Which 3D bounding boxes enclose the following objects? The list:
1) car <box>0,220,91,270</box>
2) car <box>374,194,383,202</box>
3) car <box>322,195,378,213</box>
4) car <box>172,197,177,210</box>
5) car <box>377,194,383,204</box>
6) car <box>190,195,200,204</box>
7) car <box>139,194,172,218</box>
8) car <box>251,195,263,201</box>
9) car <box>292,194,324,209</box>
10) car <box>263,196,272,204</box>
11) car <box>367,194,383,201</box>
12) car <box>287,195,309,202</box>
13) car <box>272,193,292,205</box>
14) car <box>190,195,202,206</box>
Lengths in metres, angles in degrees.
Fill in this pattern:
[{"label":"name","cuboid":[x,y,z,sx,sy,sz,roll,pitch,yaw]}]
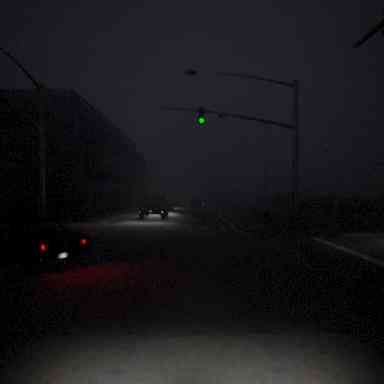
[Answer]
[{"label":"car","cuboid":[-5.512,1.559,10.903,4.718,1.301,1.895,-1,0,36]},{"label":"car","cuboid":[40.597,1.191,68.602,5.027,1.636,2.152,0,0,0]},{"label":"car","cuboid":[14.782,1.186,31.252,3.806,1.475,1.970,0,0,0]},{"label":"car","cuboid":[-3.213,1.574,40.032,1.895,1.301,4.718,0,0,1]},{"label":"car","cuboid":[32.820,1.209,56.823,3.633,1.501,1.845,0,0,0]},{"label":"car","cuboid":[0.598,1.447,65.748,1.837,1.490,4.892,0,0,1]},{"label":"car","cuboid":[-3.316,1.204,29.798,2.150,2.045,5.566,0,0,1]},{"label":"car","cuboid":[14.540,1.293,71.957,3.633,1.501,1.845,0,0,0]},{"label":"car","cuboid":[14.514,1.103,37.672,5.027,1.636,2.152,0,0,0]},{"label":"car","cuboid":[14.239,1.033,53.375,4.605,1.855,1.932,0,0,0]},{"label":"car","cuboid":[40.572,1.198,71.739,4.514,1.523,2.007,0,0,0]},{"label":"car","cuboid":[21.934,1.289,68.912,3.806,1.475,1.970,0,0,0]},{"label":"car","cuboid":[14.626,1.015,50.466,3.866,1.878,1.905,0,0,0]},{"label":"car","cuboid":[0.587,1.445,53.239,2.128,1.511,4.902,0,0,1]}]
